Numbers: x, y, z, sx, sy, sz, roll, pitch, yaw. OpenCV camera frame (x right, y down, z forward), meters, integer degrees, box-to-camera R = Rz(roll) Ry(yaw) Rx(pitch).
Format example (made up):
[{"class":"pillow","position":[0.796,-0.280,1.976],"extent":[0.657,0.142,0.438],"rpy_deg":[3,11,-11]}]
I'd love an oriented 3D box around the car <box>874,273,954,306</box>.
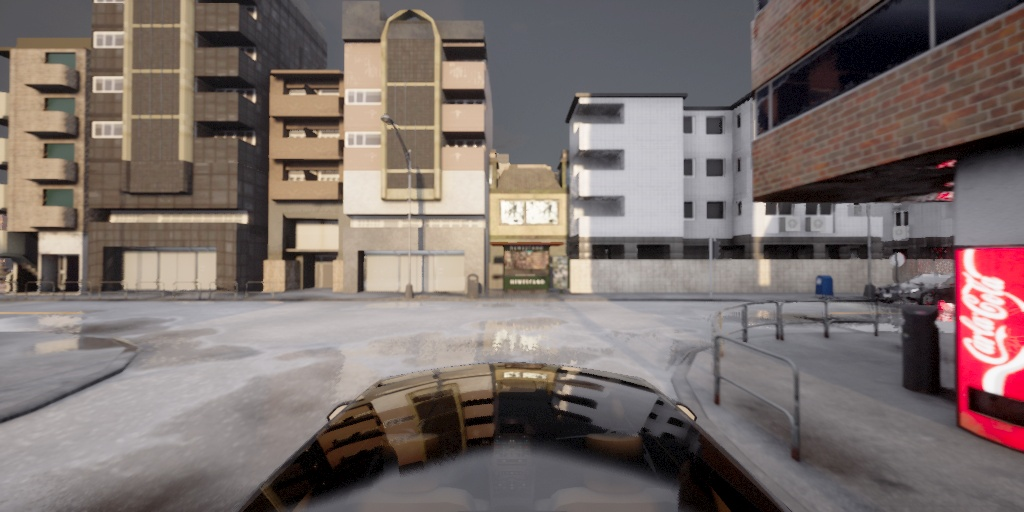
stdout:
[{"class":"car","position":[18.600,1.452,15.536],"extent":[4.674,1.442,1.812],"rpy_deg":[0,-1,0]}]
